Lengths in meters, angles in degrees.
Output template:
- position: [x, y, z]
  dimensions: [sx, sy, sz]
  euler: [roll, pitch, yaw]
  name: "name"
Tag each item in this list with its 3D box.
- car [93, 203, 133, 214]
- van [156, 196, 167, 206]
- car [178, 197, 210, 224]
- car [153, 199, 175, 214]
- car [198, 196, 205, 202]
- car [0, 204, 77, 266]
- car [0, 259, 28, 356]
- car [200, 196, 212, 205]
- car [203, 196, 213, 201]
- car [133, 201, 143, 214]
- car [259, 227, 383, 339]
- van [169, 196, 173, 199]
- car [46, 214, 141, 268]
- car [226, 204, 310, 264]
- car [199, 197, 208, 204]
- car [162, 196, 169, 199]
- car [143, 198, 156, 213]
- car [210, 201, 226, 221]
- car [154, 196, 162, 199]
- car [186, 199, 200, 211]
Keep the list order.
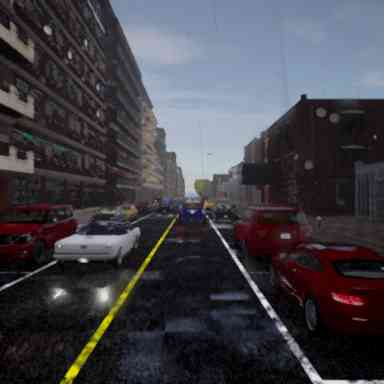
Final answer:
- position: [-5.679, 1.671, 23.069]
  dimensions: [2.008, 1.369, 4.403]
  euler: [0, 0, 0]
  name: "car"
- position: [-5.665, 1.692, 61.846]
  dimensions: [1.690, 1.788, 3.998]
  euler: [0, 0, 0]
  name: "van"
- position: [0.049, 1.487, 26.040]
  dimensions: [2.097, 1.767, 4.553]
  euler: [0, 0, 0]
  name: "car"
- position: [-3.002, 1.809, 38.610]
  dimensions: [1.895, 1.301, 4.718]
  euler: [0, 0, 0]
  name: "car"
- position: [2.727, 2.024, 95.077]
  dimensions: [1.967, 1.590, 4.097]
  euler: [0, 0, 0]
  name: "car"
- position: [-5.681, 1.376, 11.992]
  dimensions: [2.192, 1.841, 5.009]
  euler: [0, 0, 0]
  name: "car"
- position: [-3.088, 1.556, 1.433]
  dimensions: [2.033, 1.411, 5.357]
  euler: [0, 0, 0]
  name: "car"
- position: [2.718, 1.702, 67.381]
  dimensions: [2.192, 1.841, 5.009]
  euler: [0, 0, 0]
  name: "car"
- position: [2.711, 1.807, 50.933]
  dimensions: [1.752, 1.417, 4.829]
  euler: [0, 0, 0]
  name: "car"
- position: [-5.677, 1.675, 28.439]
  dimensions: [1.752, 1.417, 4.829]
  euler: [0, 0, 0]
  name: "car"
- position: [2.696, 1.614, 6.450]
  dimensions: [1.802, 1.307, 4.206]
  euler: [0, 0, 0]
  name: "car"
- position: [-5.661, 1.767, 72.923]
  dimensions: [1.690, 1.788, 3.998]
  euler: [0, 0, 0]
  name: "van"
- position: [-3.079, 1.660, 11.697]
  dimensions: [1.895, 1.301, 4.718]
  euler: [0, 0, 0]
  name: "car"
- position: [2.699, 1.375, 11.990]
  dimensions: [2.192, 1.841, 5.009]
  euler: [0, 0, 0]
  name: "car"
- position: [2.721, 1.904, 78.459]
  dimensions: [1.967, 1.590, 4.097]
  euler: [0, 0, 0]
  name: "car"
- position: [-5.667, 1.631, 56.306]
  dimensions: [2.192, 1.841, 5.009]
  euler: [0, 0, 0]
  name: "car"
- position: [-5.673, 1.760, 39.688]
  dimensions: [1.887, 1.381, 4.507]
  euler: [0, 0, 0]
  name: "car"
- position: [2.704, 1.701, 28.606]
  dimensions: [2.008, 1.369, 4.403]
  euler: [0, 0, 0]
  name: "car"
- position: [-5.671, 1.688, 45.226]
  dimensions: [1.967, 1.590, 4.097]
  euler: [0, 0, 0]
  name: "car"
- position: [0.110, 1.735, 46.985]
  dimensions: [1.882, 1.535, 5.008]
  euler: [0, -1, 0]
  name: "car"
